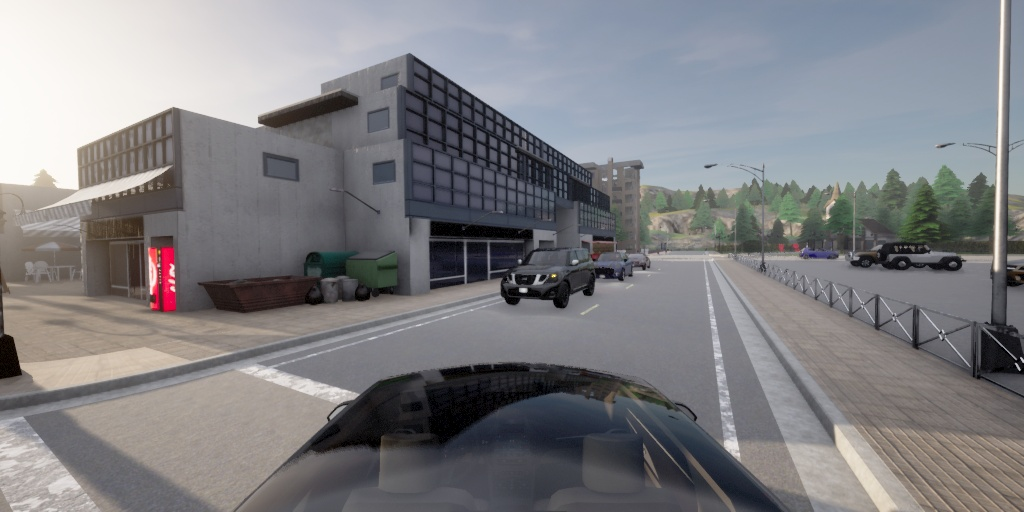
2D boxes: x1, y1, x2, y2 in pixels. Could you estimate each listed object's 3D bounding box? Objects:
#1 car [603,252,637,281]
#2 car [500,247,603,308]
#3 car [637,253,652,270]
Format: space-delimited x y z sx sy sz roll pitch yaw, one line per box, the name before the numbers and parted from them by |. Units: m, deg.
car | 6.265 0.539 22.672 2.097 1.767 4.553 0 2 28
car | 1.654 0.679 13.983 2.150 2.045 5.566 0 1 28
car | 11.065 0.431 31.708 1.812 1.442 4.674 0 2 28
